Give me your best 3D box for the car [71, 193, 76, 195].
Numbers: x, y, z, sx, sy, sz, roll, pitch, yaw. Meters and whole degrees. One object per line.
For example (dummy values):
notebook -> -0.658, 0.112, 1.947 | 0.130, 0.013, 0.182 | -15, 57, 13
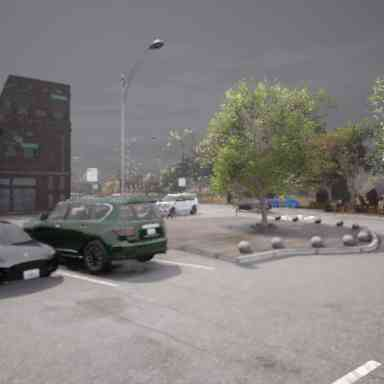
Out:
car -> -16.594, 1.330, 53.720 | 2.185, 1.767, 4.553 | 0, 1, 36

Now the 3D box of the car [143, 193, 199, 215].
car -> -1.516, 1.195, 31.252 | 2.435, 2.045, 5.566 | 0, 1, 36

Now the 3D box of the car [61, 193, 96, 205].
car -> -19.952, 1.212, 58.709 | 2.435, 2.045, 5.566 | -1, 0, 36

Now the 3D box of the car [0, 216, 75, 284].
car -> -5.670, 1.515, 9.017 | 4.792, 1.488, 2.163 | -1, -1, 34

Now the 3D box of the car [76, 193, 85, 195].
car -> -14.922, 1.327, 51.227 | 2.185, 1.767, 4.553 | 0, 1, 36

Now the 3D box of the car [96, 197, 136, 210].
car -> -9.909, 1.449, 43.729 | 2.097, 1.535, 5.008 | 0, 1, 36

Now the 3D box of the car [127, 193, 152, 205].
car -> -9.560, 1.173, 60.107 | 2.150, 2.045, 5.566 | 0, 0, -34

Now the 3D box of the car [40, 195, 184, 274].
car -> -3.318, 1.227, 10.743 | 5.566, 2.045, 2.435 | -1, 0, 35

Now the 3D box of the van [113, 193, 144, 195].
van -> -8.306, 1.225, 41.137 | 1.878, 1.987, 4.442 | 0, 1, 36

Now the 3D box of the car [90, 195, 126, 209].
car -> -11.620, 1.325, 46.197 | 2.185, 1.767, 4.553 | -1, 0, 36

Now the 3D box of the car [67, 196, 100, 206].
car -> -18.278, 1.489, 56.219 | 2.163, 1.488, 4.792 | -1, 0, 36

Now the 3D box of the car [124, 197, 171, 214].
car -> -4.767, 1.442, 36.408 | 1.946, 1.575, 5.366 | -1, 0, 36

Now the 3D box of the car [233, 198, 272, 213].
car -> 6.512, 1.433, 36.304 | 2.128, 1.511, 4.902 | 0, 0, -33

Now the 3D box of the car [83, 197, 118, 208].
car -> -13.271, 1.492, 48.712 | 2.002, 1.452, 4.674 | -1, 0, 36
